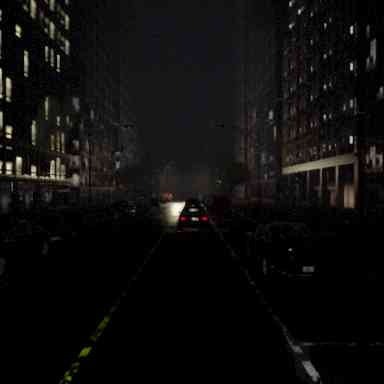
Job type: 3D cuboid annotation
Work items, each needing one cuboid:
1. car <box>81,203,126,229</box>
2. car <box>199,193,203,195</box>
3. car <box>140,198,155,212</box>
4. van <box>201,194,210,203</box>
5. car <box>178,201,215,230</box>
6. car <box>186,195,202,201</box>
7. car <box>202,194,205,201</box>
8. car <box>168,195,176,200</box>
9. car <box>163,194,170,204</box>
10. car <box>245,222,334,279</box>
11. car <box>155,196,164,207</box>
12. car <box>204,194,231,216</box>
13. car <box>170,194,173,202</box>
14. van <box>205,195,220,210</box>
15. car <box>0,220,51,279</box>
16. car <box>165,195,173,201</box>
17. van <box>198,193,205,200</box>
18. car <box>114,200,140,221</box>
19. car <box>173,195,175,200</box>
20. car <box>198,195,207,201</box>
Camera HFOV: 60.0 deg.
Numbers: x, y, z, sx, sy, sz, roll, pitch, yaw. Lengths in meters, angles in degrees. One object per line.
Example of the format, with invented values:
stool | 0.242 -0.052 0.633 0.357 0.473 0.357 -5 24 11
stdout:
car | -5.702 1.576 21.214 1.802 1.307 4.206 -1 0 0
car | 2.669 1.420 61.002 1.967 1.590 4.097 -1 0 0
car | -5.705 1.514 38.096 1.752 1.417 4.829 -1 0 0
van | 2.667 1.318 66.685 1.690 1.788 3.998 -1 0 0
car | 0.099 1.542 20.793 2.033 1.411 5.357 0 0 0
car | 0.092 1.466 39.637 1.882 1.535 5.008 0 0 0
car | 2.673 1.304 38.268 2.192 1.841 5.009 -1 0 0
car | -5.718 1.543 95.103 1.802 1.307 4.206 -1 0 0
car | -5.711 1.530 61.000 2.008 1.369 4.403 -1 0 0
car | 2.681 1.548 9.849 2.008 1.369 4.403 -1 0 0
car | -5.708 1.550 49.633 1.947 1.339 4.313 -1 0 0
car | 2.674 1.306 32.584 2.192 1.841 5.009 -1 0 0
car | -5.714 1.414 72.367 1.967 1.590 4.097 -1 0 0
van | 2.672 1.328 43.951 1.690 1.788 3.998 -1 0 0
car | -5.699 1.548 9.847 2.008 1.369 4.403 -1 0 0
car | -5.716 1.550 83.735 1.802 1.307 4.206 -1 0 0
van | 2.660 1.303 95.104 1.690 1.788 3.998 -1 0 0
car | -5.704 1.433 26.898 1.967 1.590 4.097 -1 0 0
car | -5.716 1.286 78.051 2.192 1.841 5.009 -1 0 0
car | 2.665 1.519 83.737 2.008 1.369 4.403 -1 0 0
